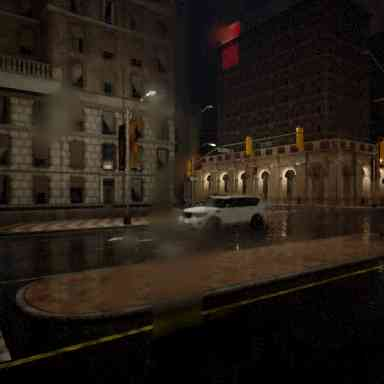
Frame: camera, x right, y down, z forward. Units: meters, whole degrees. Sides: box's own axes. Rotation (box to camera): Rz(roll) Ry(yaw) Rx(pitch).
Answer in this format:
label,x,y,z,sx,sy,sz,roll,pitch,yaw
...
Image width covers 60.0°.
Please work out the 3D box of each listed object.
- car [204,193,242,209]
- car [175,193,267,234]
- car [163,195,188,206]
label,x,y,z,sx,sy,sz,roll,pitch,yaw
car,4.224,1.223,45.962,2.150,2.045,5.566,0,0,-35
car,1.964,1.221,19.456,5.566,2.045,2.150,0,0,-35
car,-2.756,1.351,55.807,2.097,1.767,4.553,0,0,-35
